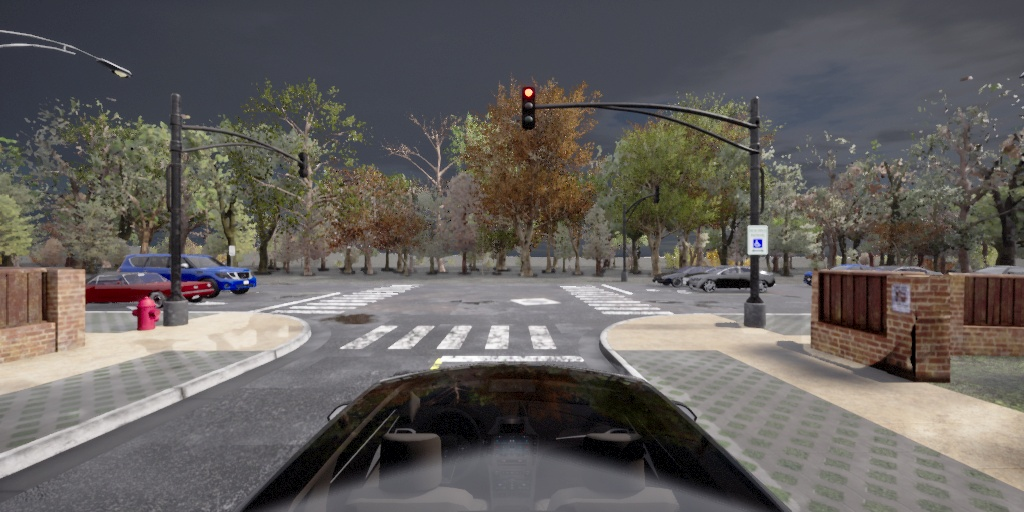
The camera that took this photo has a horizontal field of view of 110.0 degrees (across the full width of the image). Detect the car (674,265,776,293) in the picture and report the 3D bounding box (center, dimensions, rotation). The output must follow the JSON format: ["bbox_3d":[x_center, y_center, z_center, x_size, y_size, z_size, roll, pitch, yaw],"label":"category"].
[{"bbox_3d":[12.443,1.291,20.753,4.902,1.511,2.128,0,0,0],"label":"car"}]

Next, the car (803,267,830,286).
[{"bbox_3d":[22.385,1.314,24.014,5.008,1.535,1.882,0,0,0],"label":"car"}]

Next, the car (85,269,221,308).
[{"bbox_3d":[-14.636,1.293,14.012,4.718,1.301,1.895,0,0,-3],"label":"car"}]

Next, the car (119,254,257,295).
[{"bbox_3d":[-15.562,0.914,17.262,5.566,2.045,2.150,0,0,0],"label":"car"}]

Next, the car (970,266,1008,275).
[{"bbox_3d":[32.711,1.395,24.012,4.674,1.442,1.812,0,0,0],"label":"car"}]

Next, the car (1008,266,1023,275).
[{"bbox_3d":[32.812,1.358,20.765,4.902,1.511,2.128,0,0,0],"label":"car"}]

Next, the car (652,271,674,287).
[{"bbox_3d":[12.327,1.350,24.002,5.357,1.411,2.033,0,0,0],"label":"car"}]

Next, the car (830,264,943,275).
[{"bbox_3d":[21.941,1.322,20.762,4.902,1.511,2.128,0,0,0],"label":"car"}]
